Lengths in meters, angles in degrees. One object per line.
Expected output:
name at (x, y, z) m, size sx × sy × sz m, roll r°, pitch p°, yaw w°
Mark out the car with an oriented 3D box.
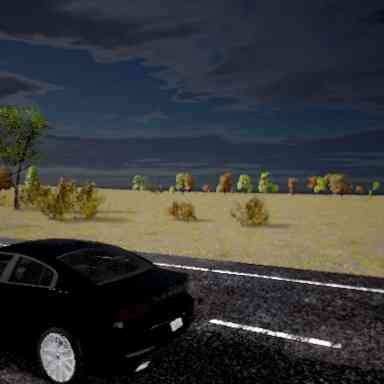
car at (-2.384, 1.498, 5.294) m, size 5.008 × 1.535 × 1.882 m, roll 0°, pitch 0°, yaw 27°
